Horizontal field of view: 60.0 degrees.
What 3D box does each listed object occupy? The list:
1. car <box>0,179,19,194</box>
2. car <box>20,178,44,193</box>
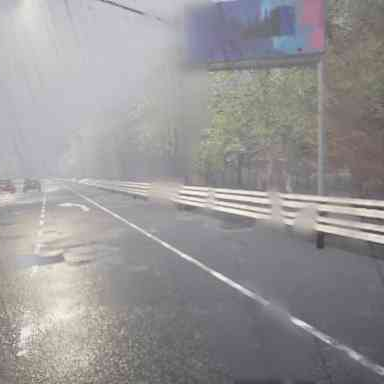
[{"bbox_3d":[-27.087,-0.782,48.406,2.150,2.045,5.566,-5,4,-23],"label":"car"},{"bbox_3d":[-23.856,-1.033,49.729,2.150,2.045,5.566,-5,4,-23],"label":"car"}]
